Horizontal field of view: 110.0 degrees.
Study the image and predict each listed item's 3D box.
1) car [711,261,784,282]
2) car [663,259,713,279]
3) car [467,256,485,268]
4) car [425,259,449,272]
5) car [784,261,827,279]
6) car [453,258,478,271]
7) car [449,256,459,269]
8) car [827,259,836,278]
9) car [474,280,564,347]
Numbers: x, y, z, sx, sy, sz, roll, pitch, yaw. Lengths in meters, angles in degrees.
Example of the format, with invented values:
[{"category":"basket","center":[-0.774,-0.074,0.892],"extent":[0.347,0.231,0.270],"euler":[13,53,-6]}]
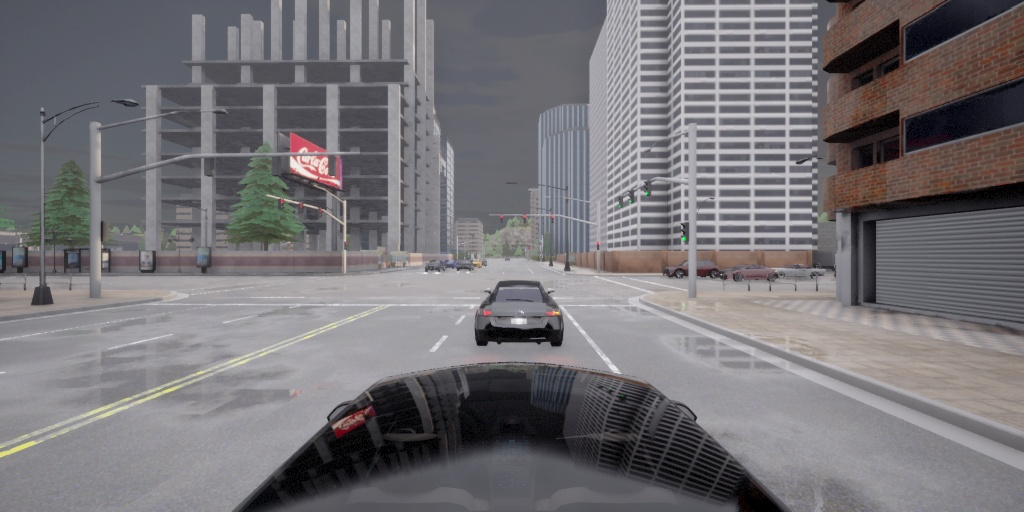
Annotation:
[{"category":"car","center":[18.793,1.314,28.767],"extent":[4.181,1.385,1.994],"euler":[0,0,1]},{"category":"car","center":[16.068,1.102,32.301],"extent":[4.553,1.767,2.097],"euler":[0,0,1]},{"category":"car","center":[-6.091,1.228,59.399],"extent":[1.882,1.535,5.008],"euler":[0,0,1]},{"category":"car","center":[-9.839,1.255,46.207],"extent":[1.837,1.490,4.892],"euler":[0,0,1]},{"category":"car","center":[25.061,1.351,32.184],"extent":[4.718,1.301,1.895],"euler":[0,0,1]},{"category":"car","center":[-6.290,1.297,49.090],"extent":[2.033,1.411,5.357],"euler":[0,0,1]},{"category":"car","center":[-9.665,1.228,55.701],"extent":[1.882,1.535,5.008],"euler":[0,0,1]},{"category":"car","center":[28.679,1.228,28.630],"extent":[5.008,1.535,1.882],"euler":[0,0,1]},{"category":"car","center":[0.188,1.314,9.392],"extent":[1.994,1.385,4.181],"euler":[0,0,1]}]
